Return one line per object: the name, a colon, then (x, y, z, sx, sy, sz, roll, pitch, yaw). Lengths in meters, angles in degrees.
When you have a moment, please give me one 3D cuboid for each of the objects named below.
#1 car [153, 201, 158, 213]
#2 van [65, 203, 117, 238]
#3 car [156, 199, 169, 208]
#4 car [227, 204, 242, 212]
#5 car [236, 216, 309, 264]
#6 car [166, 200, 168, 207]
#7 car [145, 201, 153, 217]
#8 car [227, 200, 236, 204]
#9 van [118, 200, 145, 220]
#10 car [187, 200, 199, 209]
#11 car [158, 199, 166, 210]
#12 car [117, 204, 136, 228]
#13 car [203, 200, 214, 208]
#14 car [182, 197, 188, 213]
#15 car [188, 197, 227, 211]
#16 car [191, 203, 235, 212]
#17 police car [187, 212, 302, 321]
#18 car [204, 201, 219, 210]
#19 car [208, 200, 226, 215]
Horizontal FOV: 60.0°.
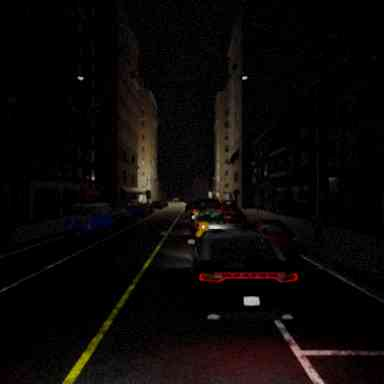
car: (-5.544, 1.973, 40.449, 1.802, 1.307, 4.206, 0, -1, 0)
van: (-5.612, 1.521, 18.448, 1.690, 1.788, 3.998, 0, -1, 0)
car: (-5.477, 2.048, 62.455, 1.967, 1.590, 4.097, 0, -1, 0)
car: (2.932, 1.807, 23.919, 1.802, 1.307, 4.206, 0, -1, 0)
car: (2.898, 1.702, 12.918, 1.802, 1.307, 4.206, 0, -1, 0)
car: (-5.494, 2.135, 56.952, 1.802, 1.307, 4.206, 0, -1, 0)
car: (-5.561, 1.904, 34.948, 1.947, 1.339, 4.313, 0, -1, 0)
car: (2.947, 1.592, 29.423, 2.192, 1.841, 5.009, 0, -1, 0)
van: (-5.578, 1.626, 29.449, 1.690, 1.788, 3.998, 0, -1, 0)
car: (0.179, 2.123, 57.941, 1.994, 1.385, 4.181, 0, -1, 0)
car: (-5.510, 2.065, 51.451, 1.947, 1.339, 4.313, 0, -1, 0)
car: (-5.594, 1.783, 23.946, 2.008, 1.369, 4.403, 0, -1, 0)
car: (3.048, 2.167, 62.427, 1.947, 1.339, 4.313, 0, -1, 0)
car: (0.155, 1.779, 44.573, 2.097, 1.767, 4.553, 0, -1, 0)
car: (0.974, 1.448, 23.632, 2.150, 2.045, 5.566, 0, -1, 0)
car: (0.957, 1.623, 17.790, 1.801, 1.575, 5.366, 0, -1, 0)
police car: (0.926, 1.498, 7.710, 1.930, 1.638, 5.238, 0, -1, 0)
car: (3.015, 2.042, 51.426, 2.008, 1.369, 4.403, 0, -1, 0)
car: (2.981, 1.824, 40.424, 1.967, 1.590, 4.097, 0, -1, 0)
